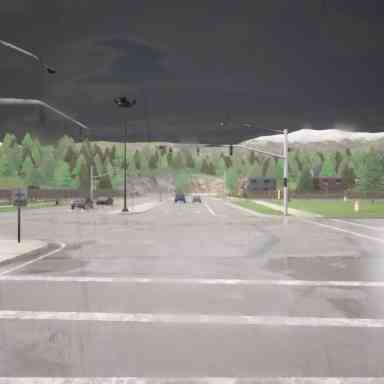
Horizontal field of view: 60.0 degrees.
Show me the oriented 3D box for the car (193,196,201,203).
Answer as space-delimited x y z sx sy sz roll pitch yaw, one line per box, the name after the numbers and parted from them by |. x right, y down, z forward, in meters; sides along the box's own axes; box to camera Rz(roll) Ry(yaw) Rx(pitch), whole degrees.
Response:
1.022 1.547 69.888 2.033 1.411 5.357 0 0 1 | car

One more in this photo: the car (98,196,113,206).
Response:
-14.366 1.478 54.727 1.882 1.535 5.008 0 0 1 | car

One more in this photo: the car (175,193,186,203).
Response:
-2.489 1.223 70.398 2.150 2.045 5.566 0 0 1 | car

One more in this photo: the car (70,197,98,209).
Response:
-14.540 1.505 44.251 1.837 1.490 4.892 0 0 1 | car
